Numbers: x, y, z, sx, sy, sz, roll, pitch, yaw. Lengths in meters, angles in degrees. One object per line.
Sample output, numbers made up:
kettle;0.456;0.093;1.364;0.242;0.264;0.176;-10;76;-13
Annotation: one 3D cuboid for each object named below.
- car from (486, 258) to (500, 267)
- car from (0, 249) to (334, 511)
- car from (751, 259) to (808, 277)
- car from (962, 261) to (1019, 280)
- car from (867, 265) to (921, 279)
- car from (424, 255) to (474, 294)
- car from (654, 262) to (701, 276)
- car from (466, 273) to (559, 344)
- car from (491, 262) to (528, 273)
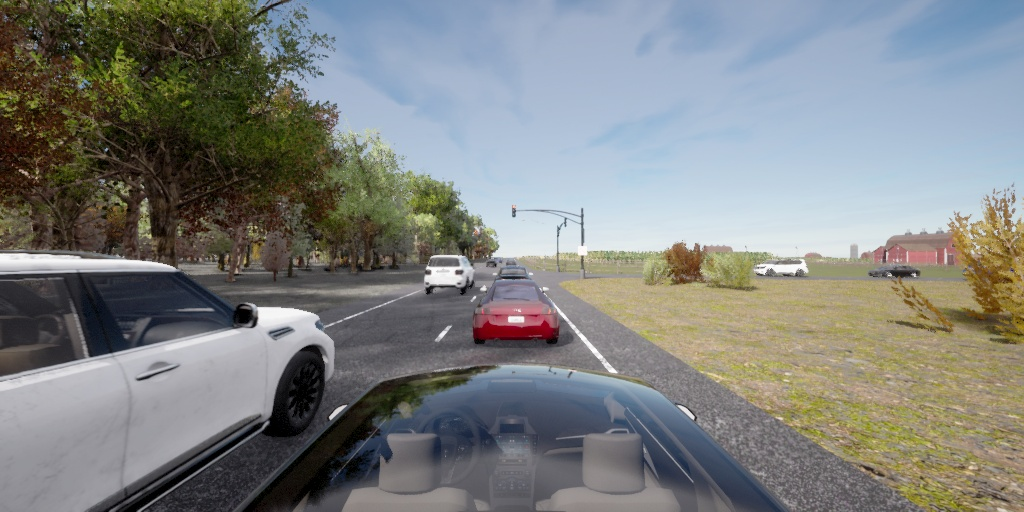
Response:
car;-3.601;1.259;65.192;1.837;1.490;4.892;0;0;0
car;-3.404;0.973;2.299;2.150;2.045;5.566;0;0;0
car;30.532;1.365;40.968;5.566;2.045;2.150;1;-1;0
car;50.596;1.522;37.326;5.566;2.045;2.150;1;-1;1
car;43.517;1.789;40.922;4.892;1.490;1.837;1;-1;0
car;-3.458;0.977;20.568;2.150;2.045;5.566;0;0;0
car;18.895;1.492;40.980;5.008;1.535;1.882;1;-1;0
car;0.077;1.316;9.605;1.994;1.385;4.181;0;0;0
car;0.053;1.259;18.517;1.837;1.490;4.892;0;0;0
